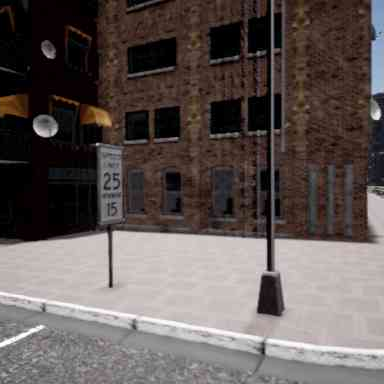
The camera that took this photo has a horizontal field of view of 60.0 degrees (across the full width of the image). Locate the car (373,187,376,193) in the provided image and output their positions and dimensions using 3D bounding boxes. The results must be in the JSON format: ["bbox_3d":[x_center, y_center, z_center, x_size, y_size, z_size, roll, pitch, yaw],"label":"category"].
[{"bbox_3d":[36.536,-0.107,63.736,2.008,1.369,4.403,0,1,26],"label":"car"}]

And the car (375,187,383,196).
[{"bbox_3d":[34.069,0.008,58.618,2.008,1.369,4.403,0,1,26],"label":"car"}]
